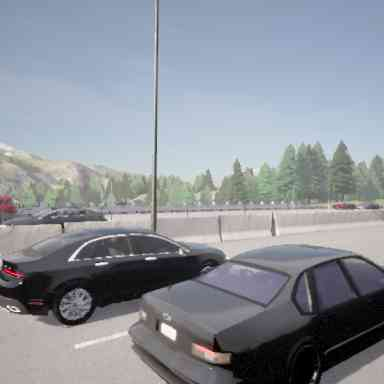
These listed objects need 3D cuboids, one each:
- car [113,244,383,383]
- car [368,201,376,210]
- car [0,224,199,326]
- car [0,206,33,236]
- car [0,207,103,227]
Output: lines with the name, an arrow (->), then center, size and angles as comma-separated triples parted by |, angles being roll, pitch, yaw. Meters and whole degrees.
car -> 1.768, 1.551, 5.064 | 5.357, 1.411, 2.033 | 0, 0, -36
car -> 25.836, 2.081, 48.788 | 4.674, 1.442, 1.812 | 2, -1, -36
car -> -1.353, 1.506, 7.118 | 4.892, 1.490, 1.837 | 0, 0, -36
car -> -11.430, 1.548, 17.342 | 5.357, 1.411, 2.033 | 0, 0, -36
car -> -6.679, 1.495, 16.477 | 4.902, 1.511, 2.128 | 0, 0, -36
